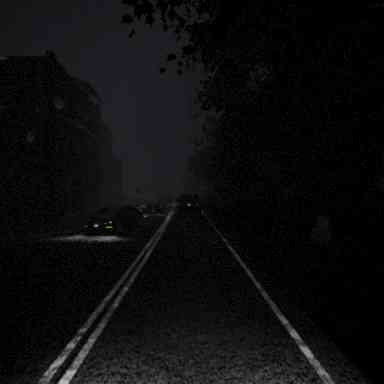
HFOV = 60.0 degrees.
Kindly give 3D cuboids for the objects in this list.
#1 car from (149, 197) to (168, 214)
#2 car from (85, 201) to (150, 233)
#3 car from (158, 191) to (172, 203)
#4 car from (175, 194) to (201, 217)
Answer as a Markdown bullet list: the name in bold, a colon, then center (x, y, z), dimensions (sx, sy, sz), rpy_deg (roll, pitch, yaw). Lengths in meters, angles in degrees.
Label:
- **car**: center (-3.873, 1.503, 34.618), dimensions (1.895, 1.301, 4.718), rpy_deg (0, 1, -2)
- **car**: center (-4.391, 1.490, 19.566), dimensions (1.837, 1.490, 4.892), rpy_deg (1, 1, 13)
- **car**: center (-4.533, 0.824, 56.244), dimensions (2.150, 2.045, 5.566), rpy_deg (0, 1, -2)
- **car**: center (-0.314, 1.157, 30.383), dimensions (2.150, 2.045, 5.566), rpy_deg (0, 0, -1)
